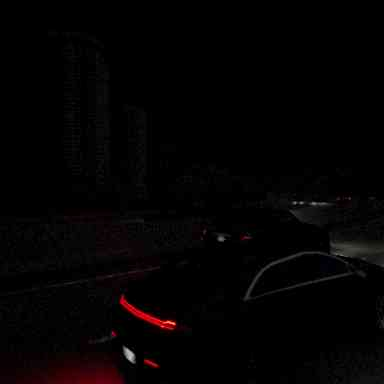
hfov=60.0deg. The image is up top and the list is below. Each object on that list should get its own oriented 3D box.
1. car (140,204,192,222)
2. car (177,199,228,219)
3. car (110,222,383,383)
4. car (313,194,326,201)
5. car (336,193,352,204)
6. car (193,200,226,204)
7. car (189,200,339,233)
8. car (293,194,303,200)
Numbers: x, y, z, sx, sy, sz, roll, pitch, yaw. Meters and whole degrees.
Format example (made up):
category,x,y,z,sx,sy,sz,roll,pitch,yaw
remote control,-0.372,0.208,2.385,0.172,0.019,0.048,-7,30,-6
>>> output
category,x,y,z,sx,sy,sz,roll,pitch,yaw
car,-0.778,1.522,17.207,4.181,1.385,1.994,-1,0,-42
car,1.017,1.435,28.831,1.812,1.442,4.674,0,0,42
car,1.253,1.469,4.974,4.902,1.511,2.128,-1,0,-38
car,22.726,1.169,59.408,1.812,1.442,4.674,0,0,19
car,23.219,1.017,50.939,2.097,1.767,4.553,0,0,23
car,1.274,1.427,23.998,1.837,1.490,4.892,0,1,44
car,2.420,1.304,10.483,4.553,1.767,2.097,-1,0,-40
car,20.862,1.181,65.301,2.033,1.411,5.357,0,0,17
